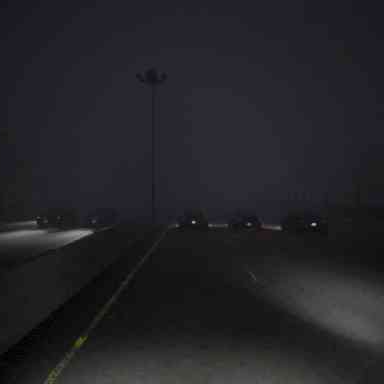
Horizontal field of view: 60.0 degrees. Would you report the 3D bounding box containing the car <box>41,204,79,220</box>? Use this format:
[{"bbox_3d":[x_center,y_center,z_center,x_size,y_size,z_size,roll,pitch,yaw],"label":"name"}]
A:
[{"bbox_3d":[-14.041,2.055,35.838,2.128,1.511,4.902,0,-1,0],"label":"car"}]

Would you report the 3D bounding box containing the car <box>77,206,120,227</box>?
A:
[{"bbox_3d":[-7.064,1.912,26.487,2.128,1.511,4.902,0,-1,0],"label":"car"}]

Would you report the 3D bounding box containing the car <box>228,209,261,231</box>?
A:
[{"bbox_3d":[3.602,1.894,23.288,1.812,1.442,4.674,0,-1,0],"label":"car"}]

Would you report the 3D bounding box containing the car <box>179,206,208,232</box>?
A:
[{"bbox_3d":[0.102,1.930,23.157,1.994,1.385,4.181,0,-1,0],"label":"car"}]

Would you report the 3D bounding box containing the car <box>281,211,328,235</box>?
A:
[{"bbox_3d":[7.102,1.903,21.395,1.994,1.385,4.181,0,-1,0],"label":"car"}]

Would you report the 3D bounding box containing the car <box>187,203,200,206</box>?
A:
[{"bbox_3d":[0.103,2.231,46.605,2.163,1.488,4.792,0,-1,0],"label":"car"}]

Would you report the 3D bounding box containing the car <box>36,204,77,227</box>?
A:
[{"bbox_3d":[-10.565,1.912,26.508,2.128,1.511,4.902,0,-1,0],"label":"car"}]
